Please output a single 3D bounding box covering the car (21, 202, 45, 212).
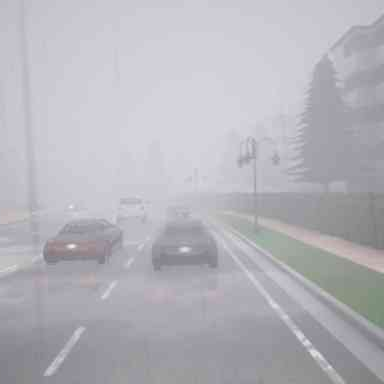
[{"bbox_3d":[-23.403,2.143,48.917,4.718,1.301,1.895,-1,0,43],"label":"car"}]

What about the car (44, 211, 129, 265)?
[{"bbox_3d":[-3.783,1.654,12.285,1.994,1.385,4.181,-1,0,-2],"label":"car"}]

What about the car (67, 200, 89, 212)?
[{"bbox_3d":[-15.499,1.871,44.901,1.837,1.490,4.892,-1,0,-36],"label":"car"}]

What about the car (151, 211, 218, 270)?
[{"bbox_3d":[-0.250,1.574,11.204,1.994,1.385,4.181,-1,0,-2],"label":"car"}]

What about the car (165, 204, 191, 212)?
[{"bbox_3d":[-0.966,1.583,24.248,2.033,1.411,5.357,-1,0,-5],"label":"car"}]

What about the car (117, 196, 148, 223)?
[{"bbox_3d":[-4.748,1.343,26.874,2.150,2.045,5.566,-1,0,-6],"label":"car"}]
